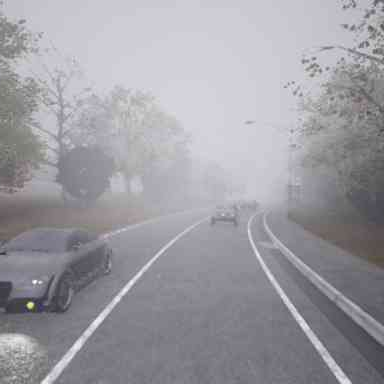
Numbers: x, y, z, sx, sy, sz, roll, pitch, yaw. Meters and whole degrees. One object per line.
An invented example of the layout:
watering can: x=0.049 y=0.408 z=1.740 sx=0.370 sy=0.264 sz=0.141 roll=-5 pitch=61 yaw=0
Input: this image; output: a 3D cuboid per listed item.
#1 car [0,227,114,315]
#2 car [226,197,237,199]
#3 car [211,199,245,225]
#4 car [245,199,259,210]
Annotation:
car: x=-3.223 y=1.521 z=7.457 sx=1.994 sy=1.385 sz=4.181 roll=0 pitch=0 yaw=4
car: x=5.870 y=1.416 z=49.510 sx=1.812 sy=1.442 sz=4.674 roll=2 pitch=0 yaw=19
car: x=2.493 y=1.514 z=23.873 sx=2.033 sy=1.411 sz=5.357 roll=1 pitch=0 yaw=11
car: x=7.327 y=1.590 z=42.170 sx=1.895 sy=1.301 sz=4.718 roll=2 pitch=0 yaw=18
